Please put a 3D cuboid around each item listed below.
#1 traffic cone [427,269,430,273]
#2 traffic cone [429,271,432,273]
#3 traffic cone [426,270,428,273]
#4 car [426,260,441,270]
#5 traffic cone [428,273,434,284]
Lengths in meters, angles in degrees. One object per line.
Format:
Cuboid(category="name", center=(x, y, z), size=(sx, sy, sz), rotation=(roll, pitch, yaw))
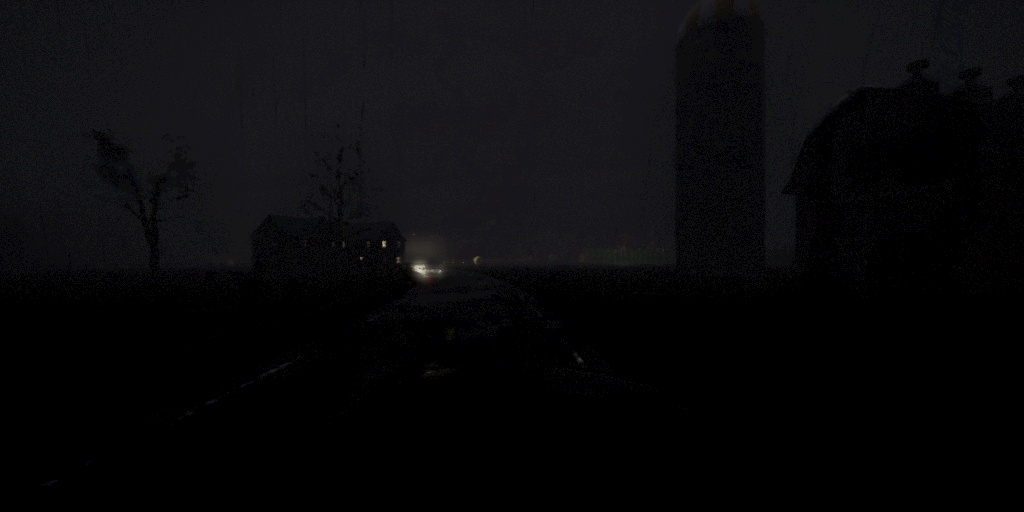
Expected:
Cuboid(category="traffic cone", center=(-8.155, 1.797, 36.305), size=(0.340, 0.580, 0.340), rotation=(0, 0, -14))
Cuboid(category="traffic cone", center=(-7.048, 1.782, 31.515), size=(0.340, 0.580, 0.340), rotation=(0, 0, -12))
Cuboid(category="traffic cone", center=(-9.423, 1.814, 41.055), size=(0.340, 0.580, 0.340), rotation=(0, 0, -16))
Cuboid(category="car", center=(-12.367, 1.382, 56.288), size=(1.882, 1.535, 5.008), rotation=(0, 0, -21))
Cuboid(category="traffic cone", center=(-6.102, 1.768, 26.690), size=(0.340, 0.580, 0.340), rotation=(0, 0, -10))
